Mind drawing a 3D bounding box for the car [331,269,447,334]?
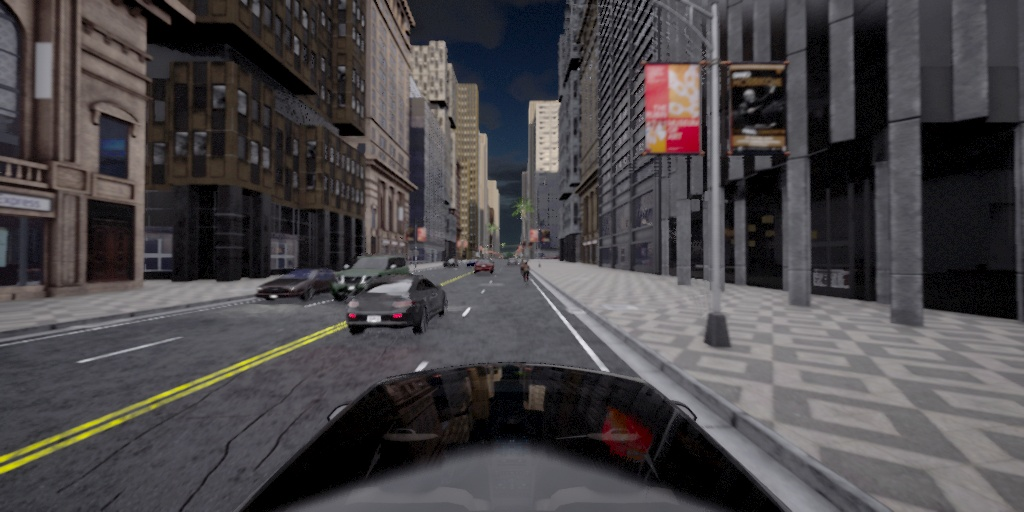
[{"bbox_3d":[-3.149,1.271,10.487,1.812,1.442,4.674,0,0,0],"label":"car"}]

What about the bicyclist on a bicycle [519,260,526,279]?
[{"bbox_3d":[0.903,1.184,31.469,0.582,1.620,1.656,0,0,0],"label":"bicyclist on a bicycle"}]

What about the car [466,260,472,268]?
[{"bbox_3d":[-6.512,1.261,59.773,1.895,1.301,4.718,0,0,1],"label":"car"}]

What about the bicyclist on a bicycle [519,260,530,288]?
[{"bbox_3d":[0.901,1.191,22.464,0.582,1.620,1.656,0,0,0],"label":"bicyclist on a bicycle"}]

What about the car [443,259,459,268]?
[{"bbox_3d":[-9.788,1.147,57.489,1.882,1.535,5.008,0,0,1],"label":"car"}]

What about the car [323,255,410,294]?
[{"bbox_3d":[-6.595,0.963,17.495,2.150,2.045,5.566,0,0,0],"label":"car"}]

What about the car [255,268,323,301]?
[{"bbox_3d":[-9.847,1.289,17.489,2.033,1.411,5.357,0,0,0],"label":"car"}]

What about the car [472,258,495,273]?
[{"bbox_3d":[-3.138,1.067,41.901,2.097,1.767,4.553,0,0,0],"label":"car"}]
